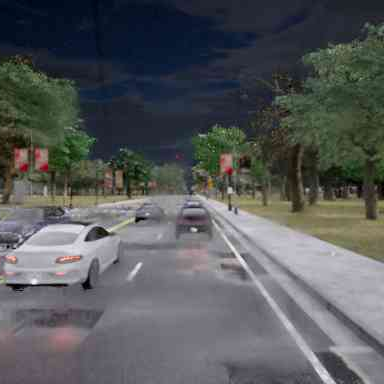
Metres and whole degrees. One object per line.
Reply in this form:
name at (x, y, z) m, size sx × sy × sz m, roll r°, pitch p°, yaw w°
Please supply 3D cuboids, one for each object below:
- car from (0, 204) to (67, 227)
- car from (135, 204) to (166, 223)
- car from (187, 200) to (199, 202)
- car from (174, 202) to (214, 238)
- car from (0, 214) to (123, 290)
car at (-6.585, 1.356, 13.651) m, size 2.097 × 1.767 × 4.553 m, roll 0°, pitch 0°, yaw 0°
car at (-3.147, 1.573, 25.581) m, size 1.994 × 1.385 × 4.181 m, roll 0°, pitch 0°, yaw 0°
car at (0.104, 1.539, 32.720) m, size 1.812 × 1.442 × 4.674 m, roll 0°, pitch 0°, yaw 0°
car at (0.102, 1.509, 17.742) m, size 1.837 × 1.490 × 4.892 m, roll 0°, pitch 0°, yaw 0°
car at (-3.148, 1.528, 8.950) m, size 1.812 × 1.442 × 4.674 m, roll 0°, pitch 0°, yaw 0°
